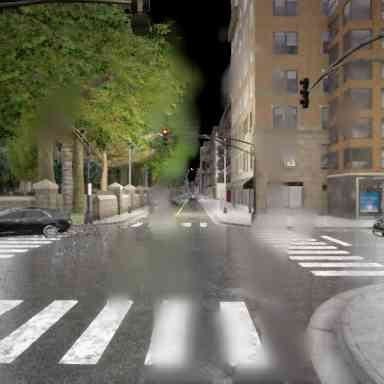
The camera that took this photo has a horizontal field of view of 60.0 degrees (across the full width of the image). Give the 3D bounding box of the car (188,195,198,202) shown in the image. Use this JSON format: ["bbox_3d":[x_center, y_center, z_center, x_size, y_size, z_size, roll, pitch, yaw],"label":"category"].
[{"bbox_3d":[0.205,1.424,70.737,1.812,1.442,4.674,0,0,0],"label":"car"}]

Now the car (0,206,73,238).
[{"bbox_3d":[-8.469,1.499,16.367,4.892,1.490,1.837,0,4,-22],"label":"car"}]

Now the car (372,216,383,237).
[{"bbox_3d":[11.004,1.366,15.548,4.553,1.767,2.097,0,0,0],"label":"car"}]

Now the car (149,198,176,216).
[{"bbox_3d":[-3.024,1.465,32.721,2.128,1.511,4.902,0,0,0],"label":"car"}]

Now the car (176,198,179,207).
[{"bbox_3d":[-2.970,1.539,51.327,1.895,1.301,4.718,0,0,0],"label":"car"}]
